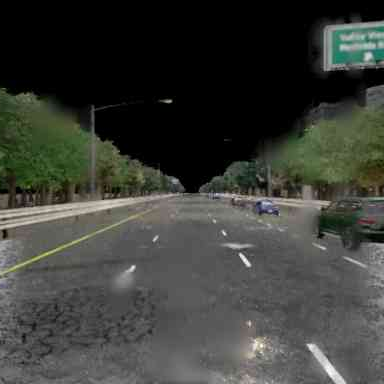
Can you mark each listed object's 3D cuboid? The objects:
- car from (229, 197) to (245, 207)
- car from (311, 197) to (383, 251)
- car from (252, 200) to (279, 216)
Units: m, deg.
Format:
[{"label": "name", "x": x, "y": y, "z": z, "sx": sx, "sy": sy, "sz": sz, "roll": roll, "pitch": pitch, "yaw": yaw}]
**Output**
[{"label": "car", "x": 6.998, "y": 1.532, "z": 51.769, "sx": 1.812, "sy": 1.442, "sz": 4.674, "roll": 0, "pitch": 0, "yaw": 0}, {"label": "car", "x": 6.998, "y": 1.221, "z": 14.201, "sx": 2.150, "sy": 2.045, "sz": 5.566, "roll": 0, "pitch": 0, "yaw": 0}, {"label": "car", "x": 6.998, "y": 1.531, "z": 31.933, "sx": 1.812, "sy": 1.442, "sz": 4.674, "roll": 0, "pitch": 0, "yaw": 0}]
